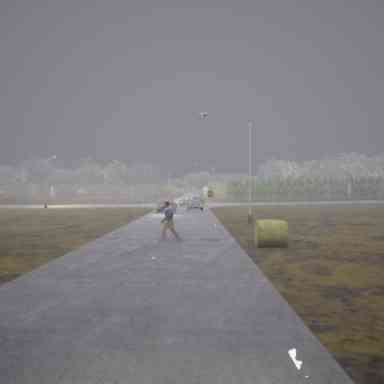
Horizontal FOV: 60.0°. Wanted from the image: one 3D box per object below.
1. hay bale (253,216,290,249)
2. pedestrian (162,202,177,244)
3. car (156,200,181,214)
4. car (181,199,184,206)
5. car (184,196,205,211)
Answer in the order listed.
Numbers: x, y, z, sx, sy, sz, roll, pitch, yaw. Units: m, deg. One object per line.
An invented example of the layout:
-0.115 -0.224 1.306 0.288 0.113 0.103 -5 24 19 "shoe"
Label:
3.244 1.640 13.681 1.220 1.180 1.240 1 1 0 "hay bale"
-0.976 1.278 14.155 0.375 1.860 0.375 -1 2 -10 "pedestrian"
-2.543 1.485 34.265 1.994 1.385 4.181 0 0 1 "car"
0.067 1.327 49.494 2.128 1.511 4.902 0 1 37 "car"
0.357 1.446 38.708 2.033 1.411 5.357 0 0 -1 "car"
